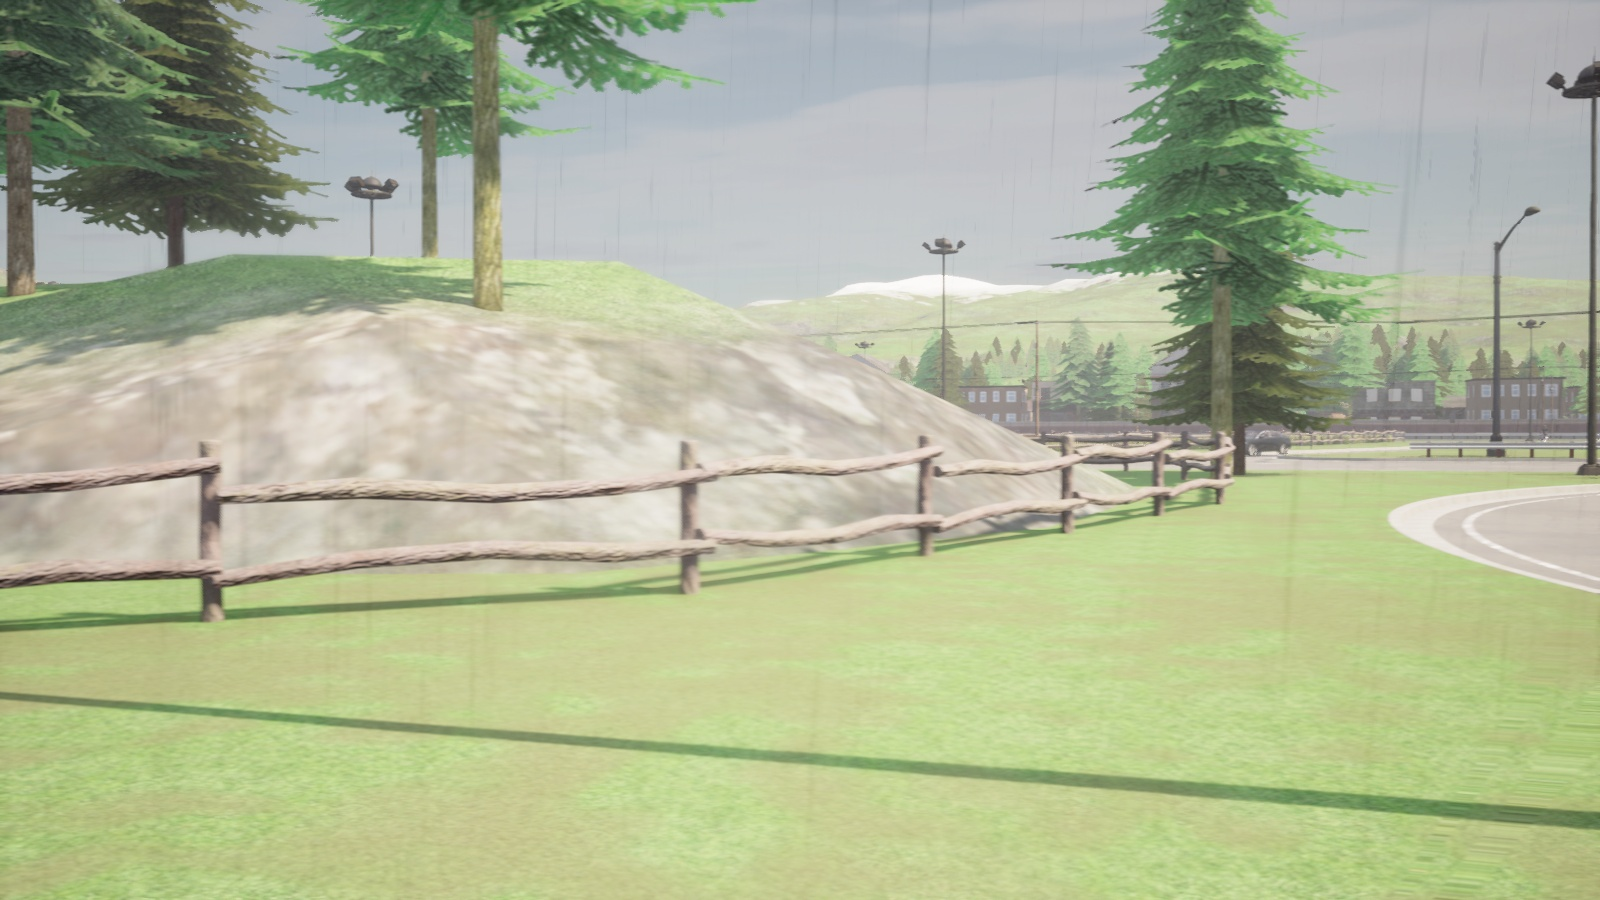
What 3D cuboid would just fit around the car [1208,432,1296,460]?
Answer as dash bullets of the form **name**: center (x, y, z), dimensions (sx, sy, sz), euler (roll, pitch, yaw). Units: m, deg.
- **car**: center (25.152, -0.241, 69.826), dimensions (4.902, 1.511, 2.128), euler (0, 1, -35)
